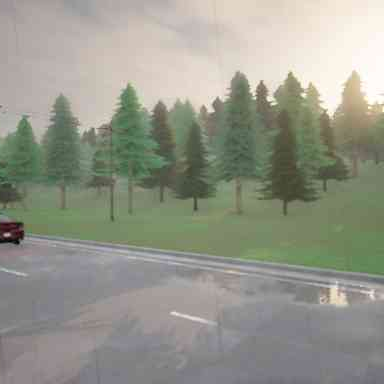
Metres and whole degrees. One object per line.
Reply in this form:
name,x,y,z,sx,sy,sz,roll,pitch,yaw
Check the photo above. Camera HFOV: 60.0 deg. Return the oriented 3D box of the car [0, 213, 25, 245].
car,-9.615,1.638,15.144,5.008,1.535,1.882,-1,0,35
